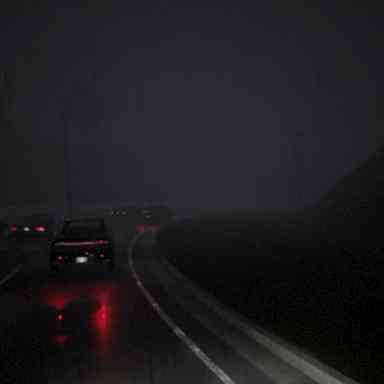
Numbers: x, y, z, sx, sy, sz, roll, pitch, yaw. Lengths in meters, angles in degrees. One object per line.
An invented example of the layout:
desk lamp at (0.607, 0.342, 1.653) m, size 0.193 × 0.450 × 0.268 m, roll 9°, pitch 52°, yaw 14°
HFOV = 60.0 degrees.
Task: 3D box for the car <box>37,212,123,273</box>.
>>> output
car at (-3.597, 1.673, 11.452) m, size 2.128 × 1.511 × 4.902 m, roll 0°, pitch -1°, yaw -14°

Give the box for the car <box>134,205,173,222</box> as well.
car at (-3.150, 1.917, 30.809) m, size 2.128 × 1.511 × 4.902 m, roll -1°, pitch -1°, yaw 14°

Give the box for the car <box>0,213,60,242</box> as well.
car at (-8.029, 1.858, 18.386) m, size 2.033 × 1.411 × 5.357 m, roll 0°, pitch -1°, yaw -3°

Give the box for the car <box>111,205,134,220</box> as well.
car at (-6.155, 2.031, 33.147) m, size 2.033 × 1.411 × 5.357 m, roll -1°, pitch -1°, yaw 16°
